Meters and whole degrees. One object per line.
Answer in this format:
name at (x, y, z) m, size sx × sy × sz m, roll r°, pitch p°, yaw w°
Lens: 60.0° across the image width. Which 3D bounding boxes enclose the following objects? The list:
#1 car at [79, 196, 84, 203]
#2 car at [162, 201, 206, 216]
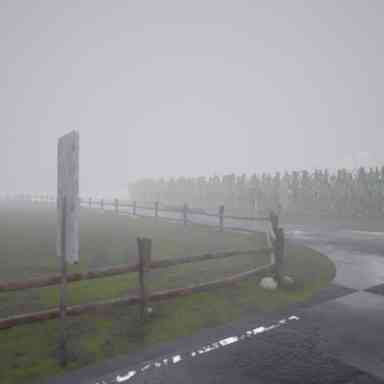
car at (-20.970, 1.311, 59.615) m, size 1.895 × 1.301 × 4.718 m, roll 1°, pitch 0°, yaw -34°
car at (-0.856, 1.471, 30.612) m, size 1.895 × 1.301 × 4.718 m, roll 1°, pitch 0°, yaw -35°
